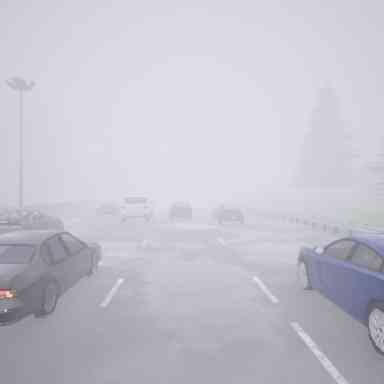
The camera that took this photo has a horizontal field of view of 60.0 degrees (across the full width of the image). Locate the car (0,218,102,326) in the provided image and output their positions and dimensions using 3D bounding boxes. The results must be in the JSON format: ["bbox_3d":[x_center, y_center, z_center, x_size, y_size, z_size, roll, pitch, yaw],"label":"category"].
[{"bbox_3d":[-3.512,1.571,7.413,2.033,1.411,5.357,0,0,-1],"label":"car"}]

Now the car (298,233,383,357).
[{"bbox_3d":[3.502,1.488,6.034,1.882,1.535,5.008,0,0,-1],"label":"car"}]

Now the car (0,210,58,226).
[{"bbox_3d":[-7.303,1.538,14.814,2.128,1.511,4.902,0,0,-2],"label":"car"}]

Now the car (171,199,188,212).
[{"bbox_3d":[-1.639,1.671,42.242,1.994,1.385,4.181,0,0,-3],"label":"car"}]

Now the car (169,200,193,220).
[{"bbox_3d":[-0.981,1.551,29.084,1.882,1.535,5.008,0,0,-3],"label":"car"}]

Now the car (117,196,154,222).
[{"bbox_3d":[-4.389,1.297,27.189,2.150,2.045,5.566,0,0,-3],"label":"car"}]

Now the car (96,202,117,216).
[{"bbox_3d":[-8.195,1.657,33.240,1.994,1.385,4.181,0,0,-3],"label":"car"}]

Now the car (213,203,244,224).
[{"bbox_3d":[2.713,1.585,25.320,1.812,1.442,4.674,0,0,-3],"label":"car"}]
